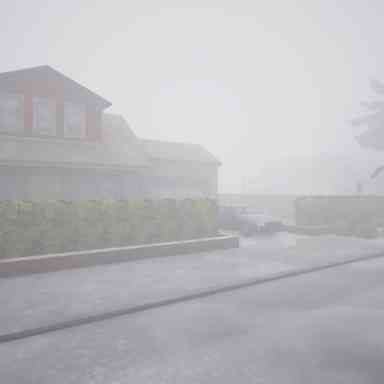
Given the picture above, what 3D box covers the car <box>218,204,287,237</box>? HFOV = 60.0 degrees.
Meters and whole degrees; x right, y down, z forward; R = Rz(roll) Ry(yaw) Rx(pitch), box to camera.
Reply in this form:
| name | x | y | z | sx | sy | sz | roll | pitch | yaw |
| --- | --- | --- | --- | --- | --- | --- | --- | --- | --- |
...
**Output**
| name | x | y | z | sx | sy | sz | roll | pitch | yaw |
| --- | --- | --- | --- | --- | --- | --- | --- | --- | --- |
| car | 2.261 | 1.356 | 17.010 | 2.033 | 1.415 | 5.357 | 0 | 0 | -33 |
